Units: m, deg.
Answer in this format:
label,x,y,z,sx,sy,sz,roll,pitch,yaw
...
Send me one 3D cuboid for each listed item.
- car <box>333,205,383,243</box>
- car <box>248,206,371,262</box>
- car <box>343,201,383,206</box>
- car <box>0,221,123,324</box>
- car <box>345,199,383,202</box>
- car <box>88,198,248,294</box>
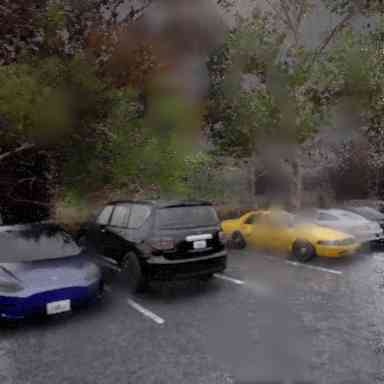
label,x,y,z,sx,sy,sz,roll,pitch,yaw
car,5.387,1.403,13.924,2.002,1.452,4.674,-1,0,-36
car,3.241,1.386,12.163,1.946,1.575,5.366,-1,0,-36
car,7.655,1.367,15.514,2.163,1.488,4.792,-1,0,-36
car,-3.606,1.497,7.455,2.163,1.488,4.792,-1,0,-36
car,9.770,1.187,17.103,2.185,1.767,4.553,-1,0,-36
car,-1.390,1.190,9.111,2.435,2.045,5.566,-1,0,-36
